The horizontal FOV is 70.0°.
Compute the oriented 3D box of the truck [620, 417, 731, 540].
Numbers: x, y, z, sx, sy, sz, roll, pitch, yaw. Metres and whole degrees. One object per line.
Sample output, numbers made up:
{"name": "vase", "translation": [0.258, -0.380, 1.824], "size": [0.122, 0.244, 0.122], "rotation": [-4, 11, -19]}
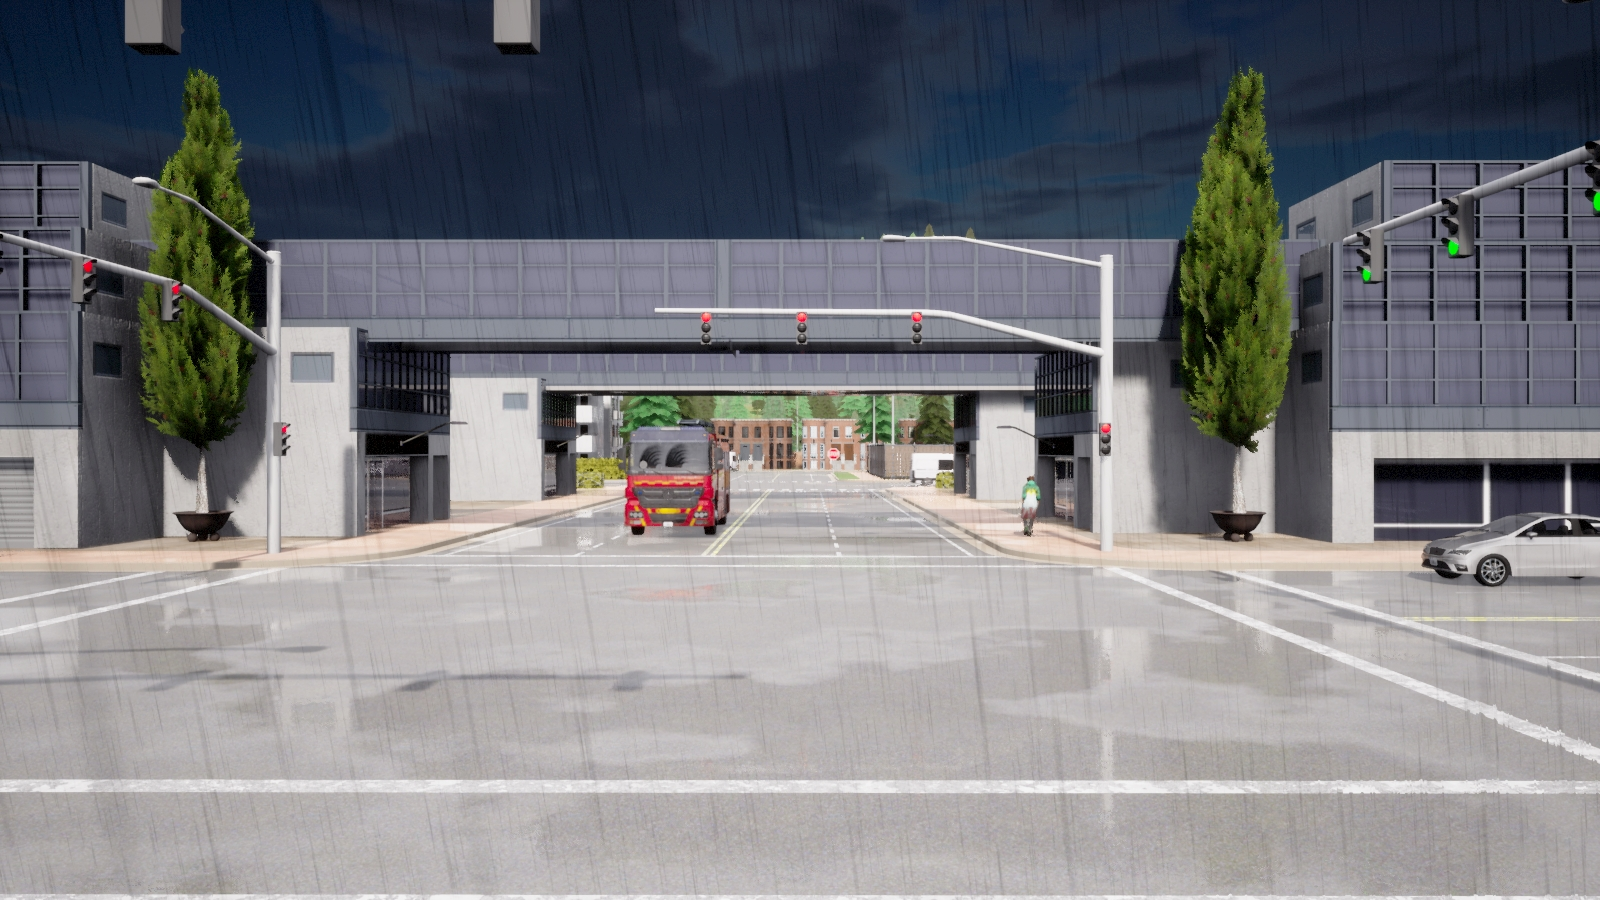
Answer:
{"name": "truck", "translation": [-4.133, 0.891, 39.814], "size": [2.891, 3.827, 8.468], "rotation": [0, 0, 0]}

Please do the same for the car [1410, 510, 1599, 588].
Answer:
{"name": "car", "translation": [15.490, 2.066, 24.189], "size": [4.193, 1.474, 1.816], "rotation": [0, 0, 0]}

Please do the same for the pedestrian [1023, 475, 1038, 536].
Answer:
{"name": "pedestrian", "translation": [7.041, 1.698, 34.913], "size": [0.375, 1.860, 0.375], "rotation": [0, 0, 2]}
